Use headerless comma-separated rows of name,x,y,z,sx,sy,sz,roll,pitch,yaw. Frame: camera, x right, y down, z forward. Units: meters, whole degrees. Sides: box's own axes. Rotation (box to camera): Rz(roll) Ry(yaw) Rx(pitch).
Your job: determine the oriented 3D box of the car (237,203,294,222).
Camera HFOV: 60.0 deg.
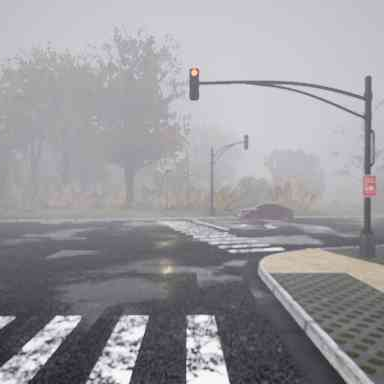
car,5.866,1.596,26.391,4.674,1.442,1.812,1,0,-19
